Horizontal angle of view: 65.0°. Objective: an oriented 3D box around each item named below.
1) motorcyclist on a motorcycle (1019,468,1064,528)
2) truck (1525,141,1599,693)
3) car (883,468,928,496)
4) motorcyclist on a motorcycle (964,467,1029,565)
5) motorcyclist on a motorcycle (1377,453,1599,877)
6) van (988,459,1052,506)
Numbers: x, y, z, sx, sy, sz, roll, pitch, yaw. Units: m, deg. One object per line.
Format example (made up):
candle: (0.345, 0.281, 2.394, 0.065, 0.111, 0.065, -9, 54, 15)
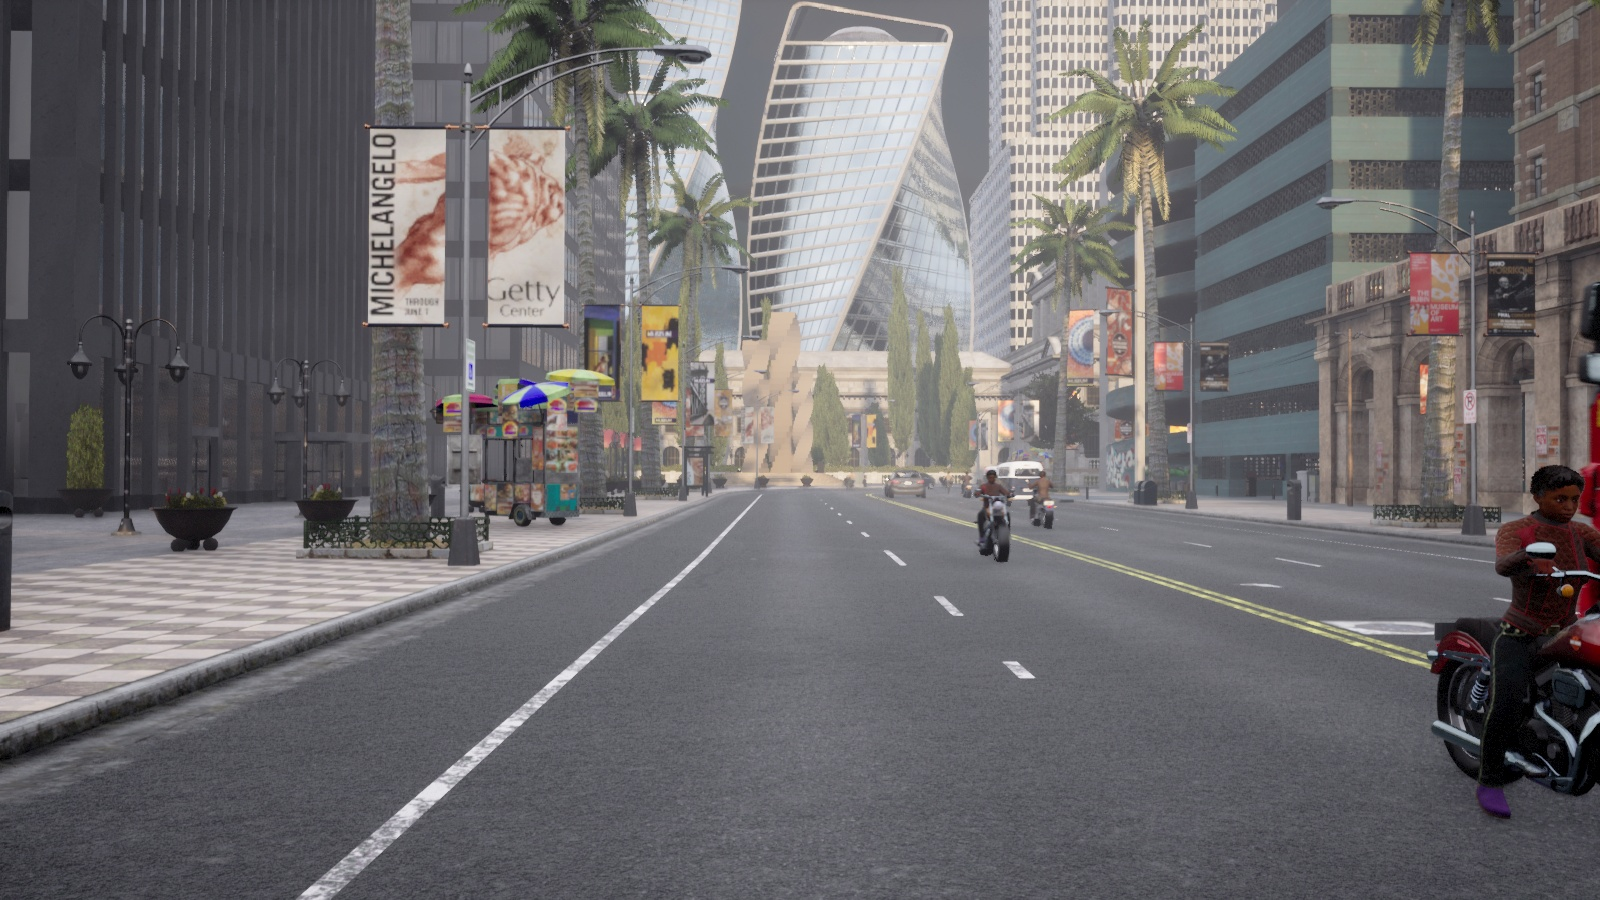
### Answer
motorcyclist on a motorcycle: (6.823, 1.336, 35.591, 0.766, 1.649, 2.350, 0, -1, -1)
truck: (6.983, -0.288, 5.320, 2.891, 3.827, 8.468, 0, -1, 0)
car: (6.320, 1.908, 75.796, 2.242, 1.667, 4.611, 0, -1, -1)
motorcyclist on a motorcycle: (3.477, 1.128, 22.410, 0.766, 1.649, 2.350, 0, -1, 0)
motorcyclist on a motorcycle: (3.492, 0.845, 5.565, 0.766, 1.649, 2.350, 0, -1, 0)
van: (10.047, 1.467, 57.663, 2.069, 2.038, 4.480, 0, -1, -1)
